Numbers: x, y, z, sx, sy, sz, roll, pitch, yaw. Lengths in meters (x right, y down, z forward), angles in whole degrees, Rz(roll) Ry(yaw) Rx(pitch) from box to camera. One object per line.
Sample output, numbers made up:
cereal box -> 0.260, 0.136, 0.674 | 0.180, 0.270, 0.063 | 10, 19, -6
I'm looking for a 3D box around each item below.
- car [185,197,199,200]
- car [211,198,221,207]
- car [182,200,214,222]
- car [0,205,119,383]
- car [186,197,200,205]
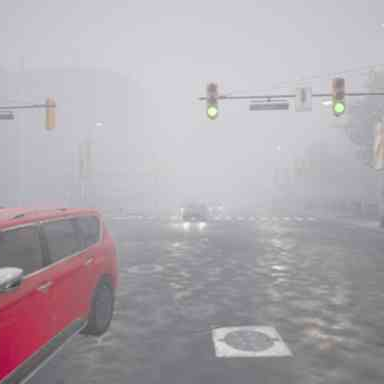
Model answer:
car -> -0.408, 1.706, 50.492 | 1.812, 1.442, 4.674 | 0, 0, 7
car -> 3.761, 1.656, 53.893 | 1.812, 1.442, 4.674 | 0, 0, 5
car -> 0.441, 1.647, 28.149 | 2.033, 1.411, 5.357 | 0, 0, 7
car -> -2.645, 1.245, 3.928 | 2.150, 2.045, 5.566 | 0, 0, 7
car -> 0.178, 1.717, 63.471 | 2.128, 1.511, 4.902 | 0, 0, -6
